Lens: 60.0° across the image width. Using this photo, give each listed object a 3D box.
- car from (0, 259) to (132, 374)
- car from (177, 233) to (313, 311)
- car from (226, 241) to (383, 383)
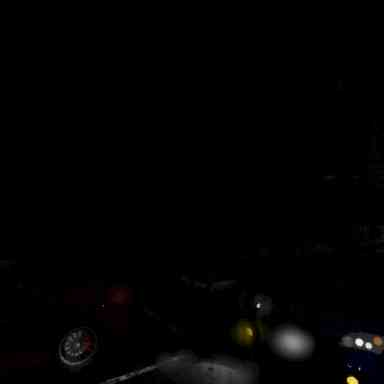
[{"bbox_3d":[-2.833,1.582,4.169,4.206,1.307,1.802,0,0,-35],"label":"car"},{"bbox_3d":[1.666,1.616,7.363,4.206,1.307,1.802,0,0,-35],"label":"car"},{"bbox_3d":[2.803,1.595,5.057,4.181,1.385,1.994,0,0,-35],"label":"car"}]
